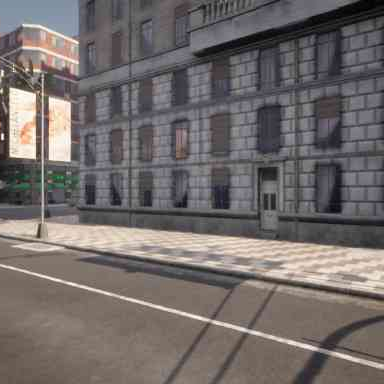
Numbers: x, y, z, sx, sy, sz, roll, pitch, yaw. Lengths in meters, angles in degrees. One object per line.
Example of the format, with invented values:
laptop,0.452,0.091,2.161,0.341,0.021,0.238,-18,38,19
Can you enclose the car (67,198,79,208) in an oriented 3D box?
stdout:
car,-15.532,1.504,47.935,1.837,1.490,4.892,0,0,37
